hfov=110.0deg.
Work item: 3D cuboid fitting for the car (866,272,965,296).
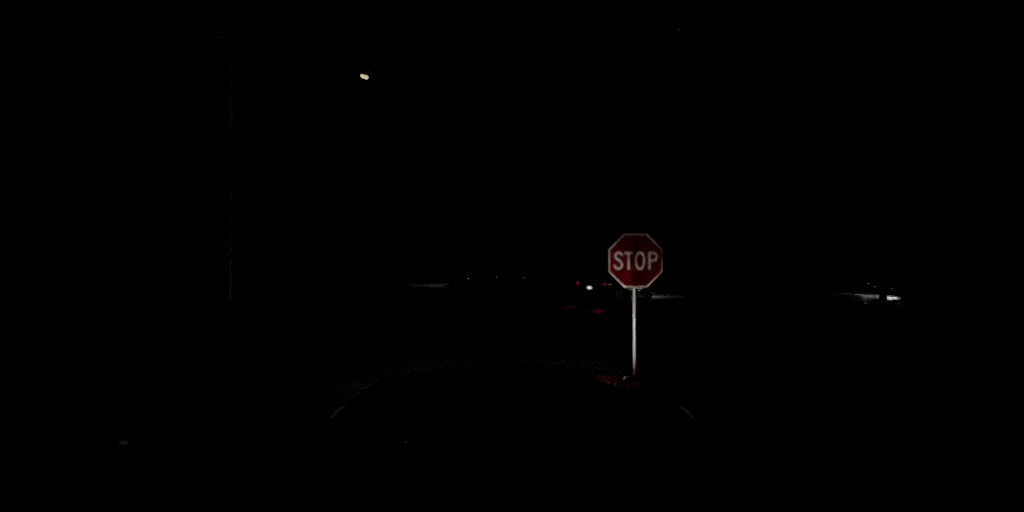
[{"bbox_3d":[25.246,1.738,22.543,4.892,1.490,1.837,1,-1,0],"label":"car"}]

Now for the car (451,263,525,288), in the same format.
[{"bbox_3d":[-1.486,1.187,22.612,4.674,1.442,1.812,1,0,0],"label":"car"}]

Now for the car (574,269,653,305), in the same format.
[{"bbox_3d":[4.598,1.287,16.023,4.181,1.385,1.994,1,-1,-45],"label":"car"}]
